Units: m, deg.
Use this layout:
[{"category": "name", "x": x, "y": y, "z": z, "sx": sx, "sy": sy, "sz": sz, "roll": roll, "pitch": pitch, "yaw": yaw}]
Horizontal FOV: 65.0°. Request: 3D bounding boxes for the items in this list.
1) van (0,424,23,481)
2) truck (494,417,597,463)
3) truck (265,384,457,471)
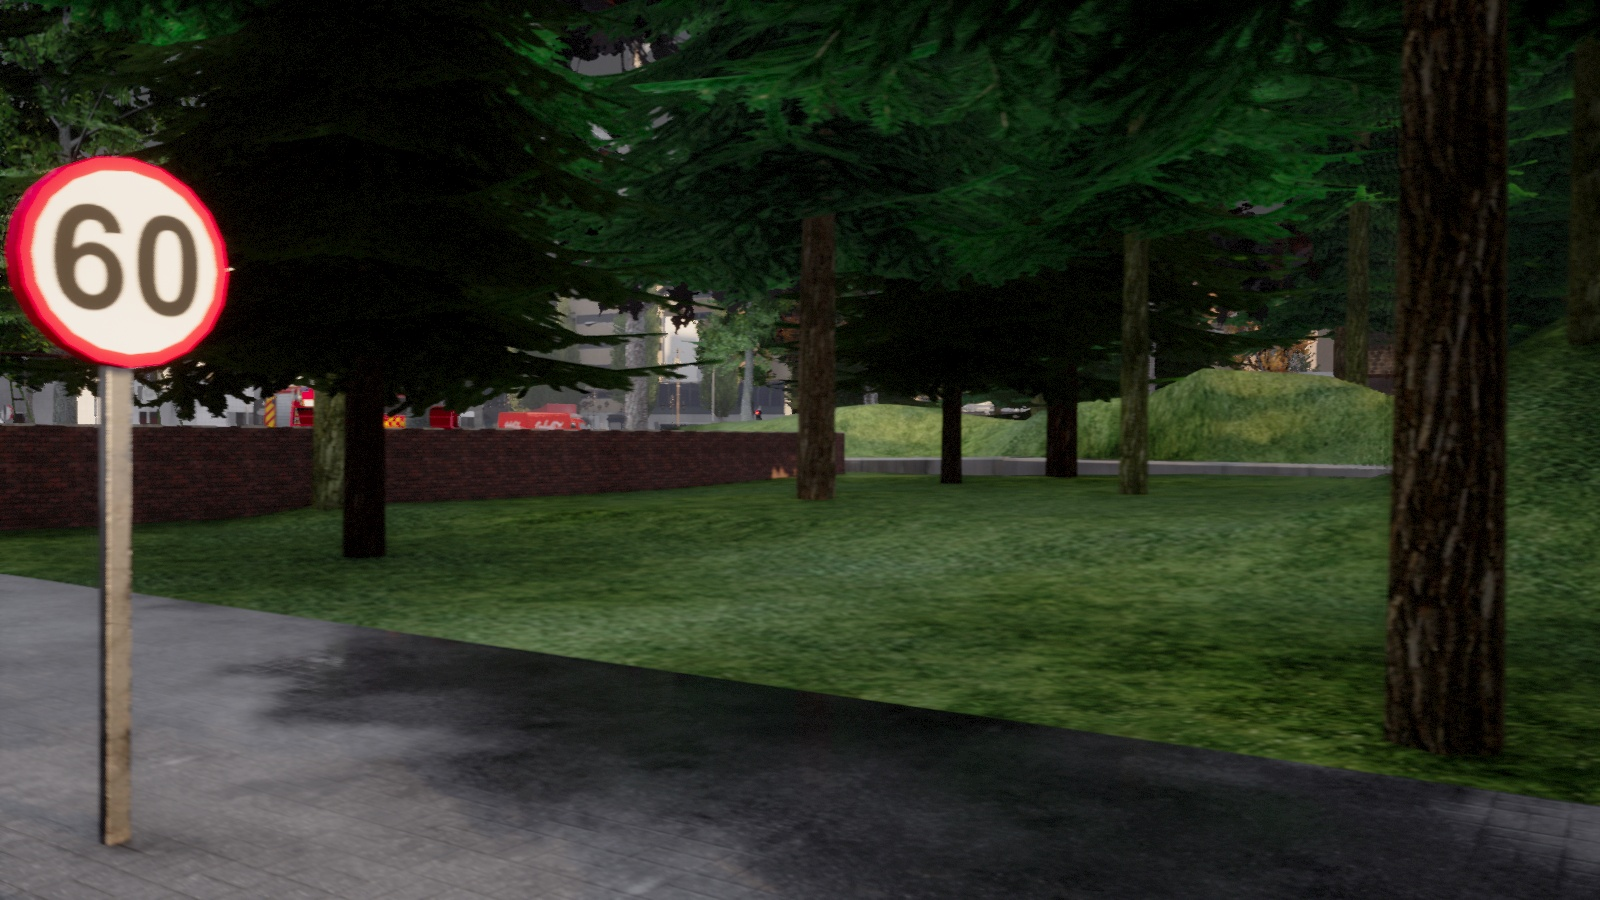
[{"category": "van", "x": -30.516, "y": 0.122, "z": 44.609, "sx": 2.069, "sy": 2.038, "sz": 4.480, "roll": 0, "pitch": 1, "yaw": 34}, {"category": "truck", "x": -13.985, "y": -0.576, "z": 69.403, "sx": 2.627, "sy": 2.467, "sz": 5.204, "roll": 0, "pitch": 1, "yaw": 34}, {"category": "truck", "x": -20.592, "y": -1.059, "z": 59.492, "sx": 2.891, "sy": 3.827, "sz": 8.468, "roll": 0, "pitch": 1, "yaw": 34}]
